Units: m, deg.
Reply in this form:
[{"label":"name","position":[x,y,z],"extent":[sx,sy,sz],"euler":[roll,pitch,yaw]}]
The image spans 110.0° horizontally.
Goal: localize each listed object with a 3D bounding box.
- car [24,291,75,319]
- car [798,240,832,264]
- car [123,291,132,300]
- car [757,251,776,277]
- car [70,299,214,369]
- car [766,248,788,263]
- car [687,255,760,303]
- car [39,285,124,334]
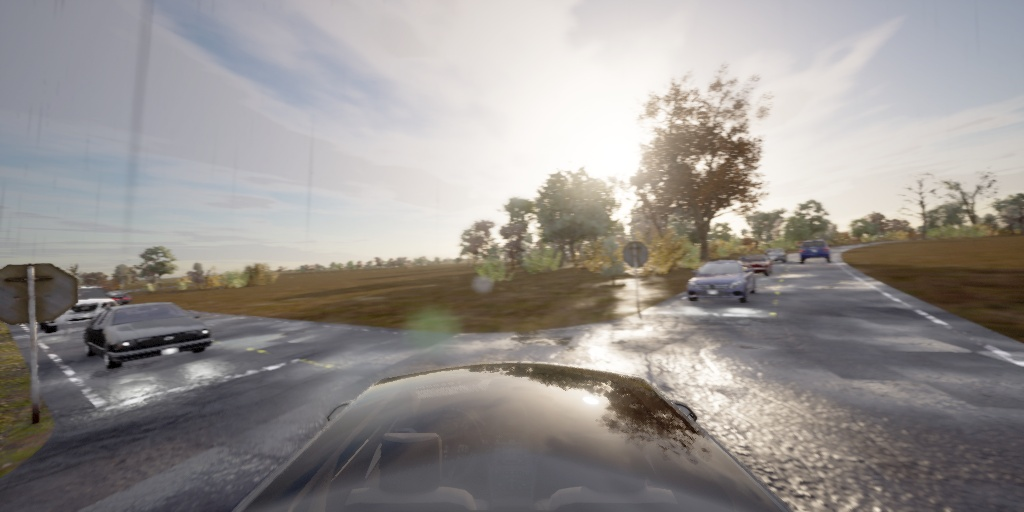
[{"label":"car","position":[-35.111,3.621,27.176],"extent":[4.553,1.767,2.097],"euler":[-4,-1,35]},{"label":"car","position":[28.037,-0.427,33.215],"extent":[2.150,2.045,5.566],"euler":[-4,-1,41]},{"label":"car","position":[-32.650,3.667,29.239],"extent":[4.892,1.490,1.837],"euler":[-4,-1,35]},{"label":"car","position":[15.834,0.610,23.544],"extent":[1.895,1.301,4.718],"euler":[-4,-1,39]},{"label":"car","position":[-10.391,2.045,10.090],"extent":[5.357,1.411,2.033],"euler":[-4,-1,34]},{"label":"car","position":[26.746,-0.033,36.526],"extent":[2.128,1.511,4.902],"euler":[-4,-1,41]},{"label":"car","position":[8.243,0.900,13.997],"extent":[1.812,1.442,4.674],"euler":[-4,-1,39]},{"label":"car","position":[-21.534,2.519,17.763],"extent":[5.566,2.045,2.150],"euler":[-4,-1,35]}]
